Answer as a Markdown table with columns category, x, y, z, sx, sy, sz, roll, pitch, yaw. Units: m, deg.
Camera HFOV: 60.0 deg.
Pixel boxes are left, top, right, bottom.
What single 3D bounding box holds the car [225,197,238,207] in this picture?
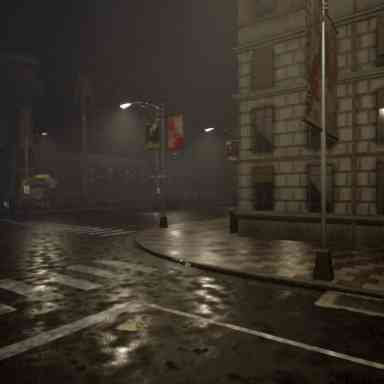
| category | x | y | z | sx | sy | sz | roll | pitch | yaw |
| --- | --- | --- | --- | --- | --- | --- | --- | --- | --- |
| car | 7.122 | 1.492 | 51.040 | 4.902 | 1.511 | 2.128 | 0 | 0 | -44 |

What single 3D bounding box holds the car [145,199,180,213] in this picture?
| category | x | y | z | sx | sy | sz | roll | pitch | yaw |
| --- | --- | --- | --- | --- | --- | --- | --- | --- | --- |
| car | -3.292 | 1.525 | 38.085 | 1.812 | 1.442 | 4.674 | 0 | 0 | 37 |
